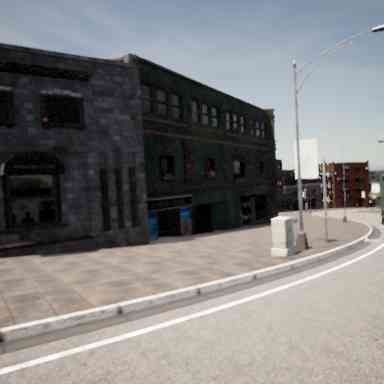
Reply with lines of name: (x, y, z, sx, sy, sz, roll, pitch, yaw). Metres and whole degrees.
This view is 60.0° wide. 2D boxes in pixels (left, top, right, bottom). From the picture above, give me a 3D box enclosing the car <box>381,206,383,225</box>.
car: (17.697, 1.851, 28.381, 2.150, 2.045, 5.566, -2, -3, 21)
